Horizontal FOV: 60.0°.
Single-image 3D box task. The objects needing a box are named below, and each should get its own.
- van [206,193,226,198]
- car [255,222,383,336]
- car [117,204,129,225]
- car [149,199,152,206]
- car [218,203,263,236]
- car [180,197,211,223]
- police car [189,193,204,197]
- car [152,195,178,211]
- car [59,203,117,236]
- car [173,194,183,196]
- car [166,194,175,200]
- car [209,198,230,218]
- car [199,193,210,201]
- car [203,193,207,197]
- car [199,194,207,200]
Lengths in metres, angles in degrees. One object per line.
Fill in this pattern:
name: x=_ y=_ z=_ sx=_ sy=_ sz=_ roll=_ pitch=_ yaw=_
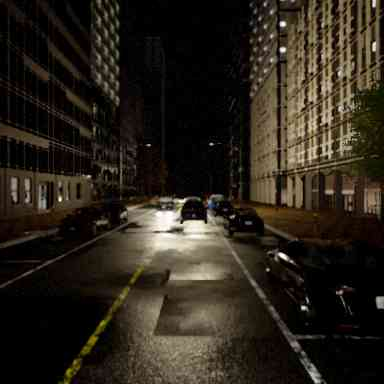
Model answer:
van: x=2.734 y=1.238 z=35.109 sx=1.690 sy=1.788 sz=3.998 roll=0 pitch=0 yaw=0
car: x=2.700 y=1.548 z=6.647 sx=1.947 sy=1.339 sz=4.313 roll=0 pitch=0 yaw=0
car: x=-5.661 y=1.499 z=23.742 sx=1.947 sy=1.339 sz=4.313 roll=0 pitch=0 yaw=0
car: x=-5.628 y=1.362 z=52.035 sx=1.752 sy=1.417 sz=4.829 roll=0 pitch=0 yaw=0
car: x=2.713 y=1.516 z=18.031 sx=1.947 sy=1.339 sz=4.313 roll=0 pitch=0 yaw=0
car: x=0.130 y=1.408 z=24.530 sx=1.882 sy=1.535 sz=5.008 roll=0 pitch=0 yaw=0
police car: x=0.142 y=1.297 z=42.381 sx=1.930 sy=1.638 sz=5.238 roll=0 pitch=0 yaw=0
car: x=-3.049 y=1.378 z=38.582 sx=2.128 sy=1.511 sz=4.902 roll=0 pitch=0 yaw=0
car: x=-5.667 y=1.495 z=18.049 sx=1.887 sy=1.381 sz=4.507 roll=0 pitch=0 yaw=0
car: x=-2.909 y=0.940 z=79.339 sx=1.895 sy=1.301 sz=4.718 roll=0 pitch=0 yaw=0
car: x=-5.589 y=1.266 z=86.360 sx=1.947 sy=1.339 sz=4.313 roll=0 pitch=0 yaw=0
car: x=2.726 y=1.482 z=29.416 sx=1.947 sy=1.339 sz=4.313 roll=0 pitch=0 yaw=0
car: x=2.780 y=1.063 z=74.953 sx=2.192 sy=1.841 sz=5.009 roll=0 pitch=0 yaw=0
car: x=2.740 y=1.318 z=40.800 sx=1.967 sy=1.590 sz=4.097 roll=0 pitch=0 yaw=0
car: x=2.792 y=1.224 z=86.507 sx=1.752 sy=1.417 sz=4.829 roll=0 pitch=0 yaw=0
